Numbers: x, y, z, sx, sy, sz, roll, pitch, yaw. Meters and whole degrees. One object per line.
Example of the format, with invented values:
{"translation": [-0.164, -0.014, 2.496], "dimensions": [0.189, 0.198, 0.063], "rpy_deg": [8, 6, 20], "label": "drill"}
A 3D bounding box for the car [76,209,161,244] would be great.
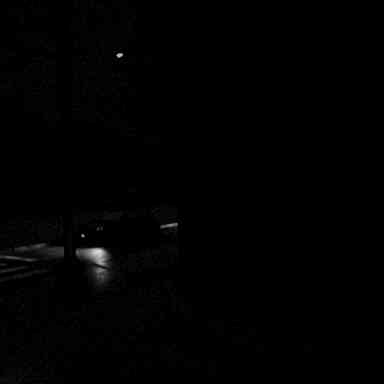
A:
{"translation": [-3.421, 1.574, 16.276], "dimensions": [1.812, 1.442, 4.674], "rpy_deg": [-4, -1, 34], "label": "car"}
